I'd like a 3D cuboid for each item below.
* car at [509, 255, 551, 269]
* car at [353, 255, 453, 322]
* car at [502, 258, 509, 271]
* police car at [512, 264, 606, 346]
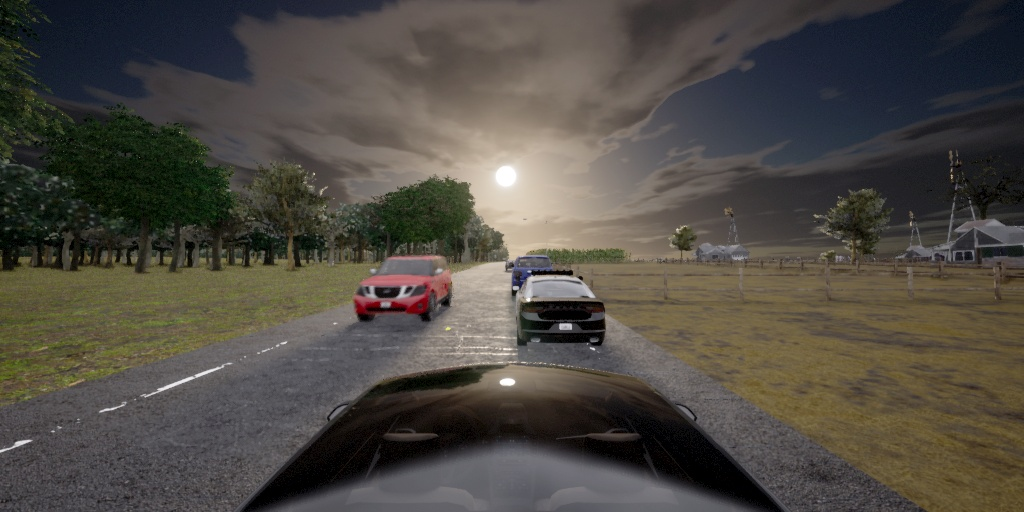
[{"bbox_3d":[1.052,0.982,19.534,2.150,2.045,5.566,0,0,0],"label":"car"},{"bbox_3d":[-3.501,0.976,12.695,2.150,2.045,5.566,0,0,0],"label":"car"},{"bbox_3d":[0.042,1.250,50.110,2.128,1.511,4.902,0,0,1],"label":"car"},{"bbox_3d":[1.050,1.180,9.602,1.930,1.638,5.238,0,0,0],"label":"police car"}]
